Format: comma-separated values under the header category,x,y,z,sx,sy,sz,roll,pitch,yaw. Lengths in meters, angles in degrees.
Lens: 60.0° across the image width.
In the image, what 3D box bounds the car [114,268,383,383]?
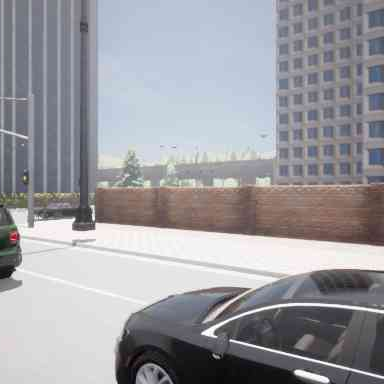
category,x,y,z,sx,sy,sz,roll,pitch,yaw
car,1.377,1.505,3.009,4.892,1.490,1.837,0,0,35

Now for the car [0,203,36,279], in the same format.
category,x,y,z,sx,sy,sz,roll,pitch,yaw
car,-6.706,1.221,8.745,5.566,2.045,2.150,0,0,35

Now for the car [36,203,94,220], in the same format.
category,x,y,z,sx,sy,sz,roll,pitch,yaw
car,-10.700,1.601,28.295,1.895,1.301,4.718,0,0,35
